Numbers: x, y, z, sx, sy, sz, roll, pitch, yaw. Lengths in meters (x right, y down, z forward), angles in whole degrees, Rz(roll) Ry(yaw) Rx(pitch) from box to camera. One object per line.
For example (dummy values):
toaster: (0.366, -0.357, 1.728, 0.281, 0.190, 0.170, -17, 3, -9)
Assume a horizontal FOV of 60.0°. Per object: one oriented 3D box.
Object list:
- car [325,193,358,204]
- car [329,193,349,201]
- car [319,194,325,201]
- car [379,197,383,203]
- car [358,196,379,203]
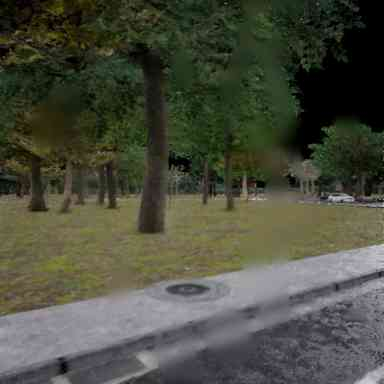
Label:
car: (28.605, 1.240, 63.906, 2.150, 2.045, 5.566, 0, 0, -12)
car: (35.206, 1.233, 79.529, 2.097, 1.767, 4.553, 0, 0, -12)
car: (32.029, 1.222, 78.844, 2.097, 1.767, 4.553, 0, 0, -12)
car: (37.567, 1.632, 68.588, 1.895, 1.301, 4.718, 0, 0, -12)
car: (34.472, 1.551, 67.527, 2.033, 1.411, 5.357, 0, 0, -12)
